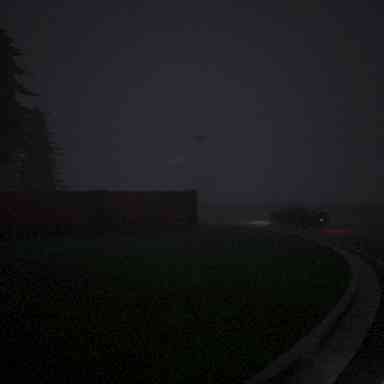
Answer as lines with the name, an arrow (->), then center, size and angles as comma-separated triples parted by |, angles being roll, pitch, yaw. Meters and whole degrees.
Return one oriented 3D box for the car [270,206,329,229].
car -> 7.633, 1.730, 24.236 | 1.882, 1.535, 5.008 | 1, -1, -21
